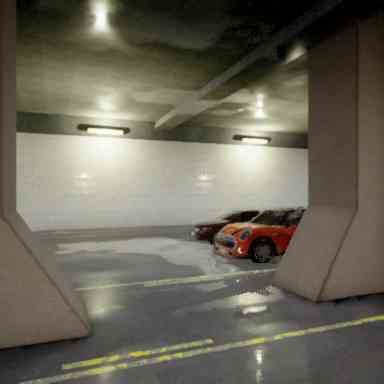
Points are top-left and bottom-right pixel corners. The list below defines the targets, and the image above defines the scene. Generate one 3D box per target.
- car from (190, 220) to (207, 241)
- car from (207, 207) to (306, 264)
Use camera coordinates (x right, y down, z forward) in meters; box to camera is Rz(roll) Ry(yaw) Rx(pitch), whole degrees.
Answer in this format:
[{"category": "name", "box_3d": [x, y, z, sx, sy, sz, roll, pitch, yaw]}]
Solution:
[{"category": "car", "box_3d": [2.214, 1.512, 15.085, 4.674, 1.442, 1.812, 0, 0, -21]}, {"category": "car", "box_3d": [3.109, 1.341, 11.678, 4.553, 1.767, 2.097, 0, 0, -21]}]
